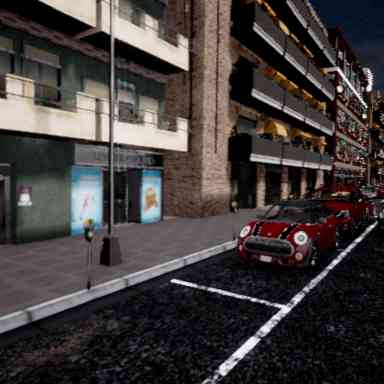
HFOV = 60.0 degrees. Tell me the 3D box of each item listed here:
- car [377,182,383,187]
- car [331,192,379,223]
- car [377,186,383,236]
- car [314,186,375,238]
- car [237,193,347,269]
[{"bbox_3d":[22.108,-0.218,37.358,2.192,1.841,5.009,3,4,35],"label":"car"},{"bbox_3d":[9.301,0.780,18.828,1.802,1.307,4.206,3,4,35],"label":"car"},{"bbox_3d":[8.930,0.800,13.551,2.097,1.767,4.553,3,3,34],"label":"car"},{"bbox_3d":[6.105,0.695,14.178,2.192,1.841,5.009,3,4,35],"label":"car"},{"bbox_3d":[2.902,1.002,9.549,1.967,1.590,4.097,3,3,35],"label":"car"}]
